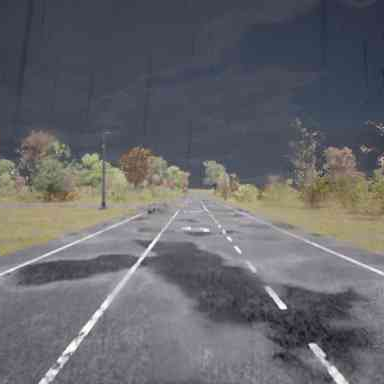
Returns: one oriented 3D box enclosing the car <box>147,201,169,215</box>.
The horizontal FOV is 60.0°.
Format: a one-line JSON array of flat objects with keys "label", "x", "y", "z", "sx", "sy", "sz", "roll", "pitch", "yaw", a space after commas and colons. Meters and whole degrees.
[{"label": "car", "x": -3.401, "y": 1.597, "z": 33.986, "sx": 1.994, "sy": 1.385, "sz": 4.181, "roll": 0, "pitch": 0, "yaw": 0}]
